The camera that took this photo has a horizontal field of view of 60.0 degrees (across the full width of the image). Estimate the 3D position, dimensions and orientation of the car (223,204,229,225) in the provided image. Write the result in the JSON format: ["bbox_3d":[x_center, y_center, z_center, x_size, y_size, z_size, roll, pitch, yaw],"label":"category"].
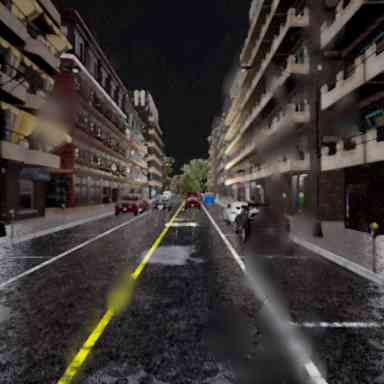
[{"bbox_3d":[3.159,1.396,22.670,1.812,1.442,4.674,0,0,0],"label":"car"}]

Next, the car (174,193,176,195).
[{"bbox_3d":[-5.641,1.092,80.822,2.008,1.369,4.403,1,0,0],"label":"car"}]

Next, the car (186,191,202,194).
[{"bbox_3d":[0.037,0.931,51.077,2.150,2.045,5.566,0,0,0],"label":"car"}]

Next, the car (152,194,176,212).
[{"bbox_3d":[-3.080,1.291,35.135,2.128,1.511,4.902,0,0,0],"label":"car"}]

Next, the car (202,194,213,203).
[{"bbox_3d":[2.736,1.192,58.666,1.752,1.417,4.829,1,0,0],"label":"car"}]

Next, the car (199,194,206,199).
[{"bbox_3d":[2.709,1.093,86.352,1.802,1.307,4.206,1,0,0],"label":"car"}]

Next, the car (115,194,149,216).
[{"bbox_3d":[-5.661,1.140,30.683,2.192,1.841,5.009,1,0,0],"label":"car"}]

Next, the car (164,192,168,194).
[{"bbox_3d":[-5.651,1.193,58.369,1.752,1.417,4.829,1,0,0],"label":"car"}]

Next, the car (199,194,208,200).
[{"bbox_3d":[2.706,1.108,80.780,1.947,1.339,4.313,1,0,0],"label":"car"}]

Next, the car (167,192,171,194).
[{"bbox_3d":[-5.649,1.202,64.111,1.947,1.339,4.313,1,0,0],"label":"car"}]

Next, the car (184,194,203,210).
[{"bbox_3d":[0.094,1.299,39.796,1.812,1.442,4.674,0,0,0],"label":"car"}]

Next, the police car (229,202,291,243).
[{"bbox_3d":[3.141,1.334,15.778,1.930,1.638,5.238,0,0,0],"label":"police car"}]

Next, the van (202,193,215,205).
[{"bbox_3d":[2.732,1.040,52.923,1.690,1.788,3.998,1,0,0],"label":"van"}]

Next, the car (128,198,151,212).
[{"bbox_3d":[-5.662,1.375,36.256,1.802,1.307,4.206,1,0,0],"label":"car"}]

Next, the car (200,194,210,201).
[{"bbox_3d":[2.713,1.149,69.638,1.887,1.381,4.507,1,0,0],"label":"car"}]

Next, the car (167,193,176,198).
[{"bbox_3d":[-5.636,1.030,91.966,2.008,1.369,4.403,1,0,0],"label":"car"}]
